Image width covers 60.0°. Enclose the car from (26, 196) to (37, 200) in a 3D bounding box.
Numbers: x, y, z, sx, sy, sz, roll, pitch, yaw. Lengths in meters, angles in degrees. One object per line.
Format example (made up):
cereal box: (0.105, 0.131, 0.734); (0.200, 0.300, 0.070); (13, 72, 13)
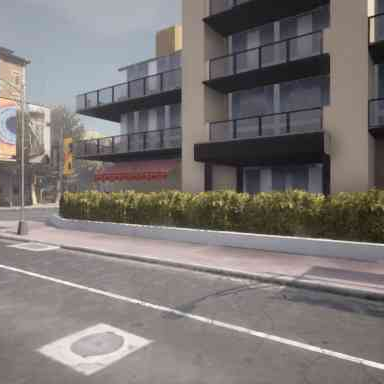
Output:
car: (-36.632, 1.486, 72.051); (4.892, 1.521, 2.231); (0, 0, 35)
